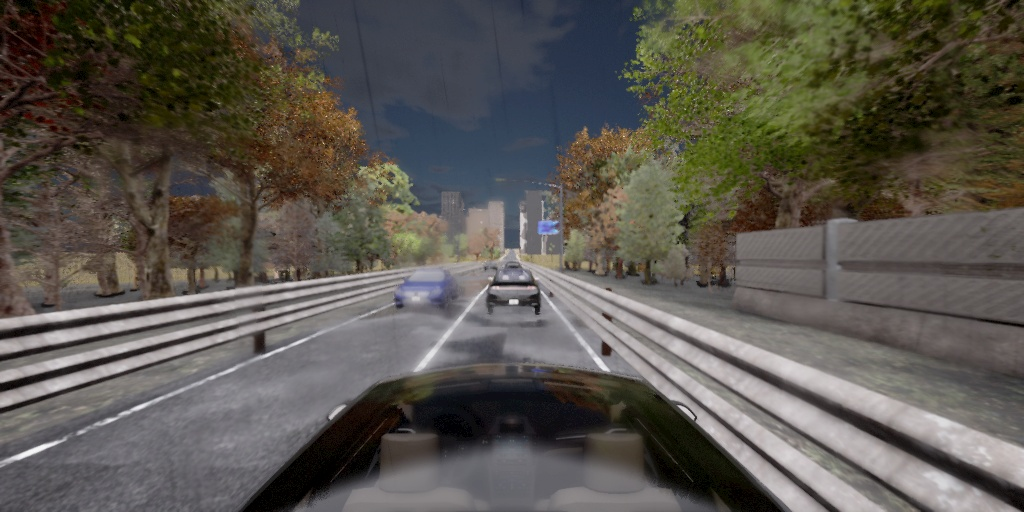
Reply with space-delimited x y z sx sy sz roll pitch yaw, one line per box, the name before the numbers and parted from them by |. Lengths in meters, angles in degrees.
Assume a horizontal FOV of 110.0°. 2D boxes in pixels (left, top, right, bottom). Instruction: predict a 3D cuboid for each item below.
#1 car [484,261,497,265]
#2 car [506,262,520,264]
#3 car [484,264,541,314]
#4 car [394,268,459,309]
car | -3.302 1.510 55.042 1.837 1.490 4.892 0 -1 0
car | 0.104 1.321 35.550 1.837 1.490 4.892 0 0 0
car | 0.067 1.214 13.613 2.128 1.511 4.902 0 0 0
car | -3.344 1.246 14.825 1.812 1.442 4.674 0 0 0
